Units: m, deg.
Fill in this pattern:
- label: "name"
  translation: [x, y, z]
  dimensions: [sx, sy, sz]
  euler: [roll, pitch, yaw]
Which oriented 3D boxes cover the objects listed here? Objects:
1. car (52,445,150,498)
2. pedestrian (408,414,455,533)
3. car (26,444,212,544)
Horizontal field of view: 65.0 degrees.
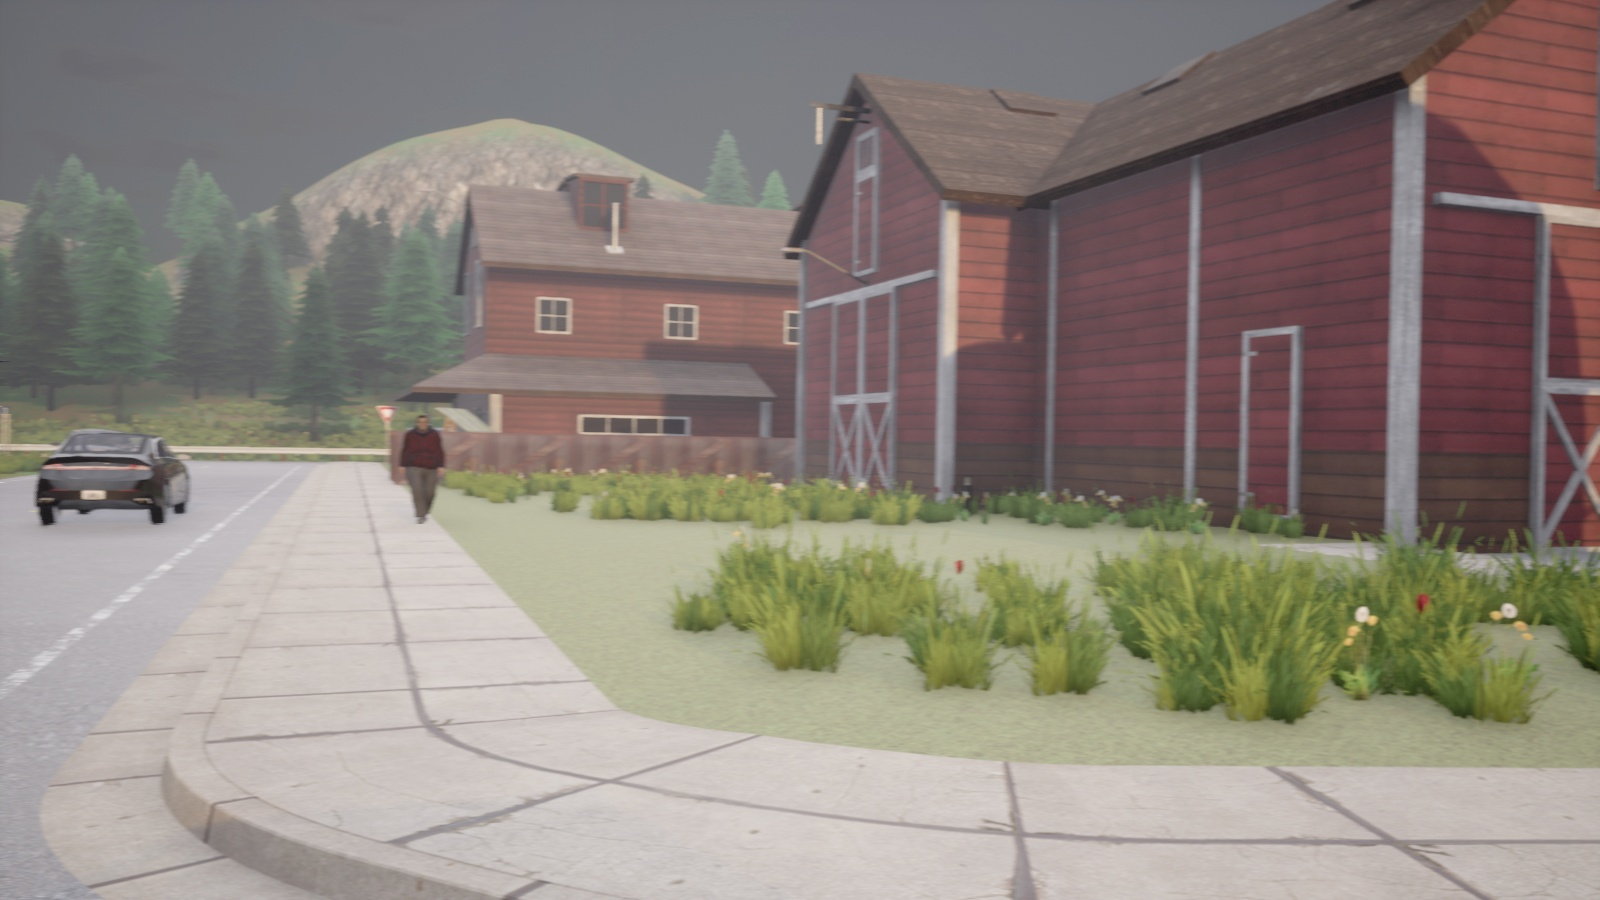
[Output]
- label: "car"
  translation: [-21.319, 0.594, 38.498]
  dimensions: [1.837, 1.490, 4.892]
  euler: [0, 1, -20]
- label: "pedestrian"
  translation: [-5.868, 0.362, 19.960]
  dimensions: [0.634, 1.844, 0.899]
  euler: [0, 1, -21]
- label: "car"
  translation: [-11.714, 0.667, 21.971]
  dimensions: [2.128, 1.511, 4.902]
  euler: [0, 1, -20]
